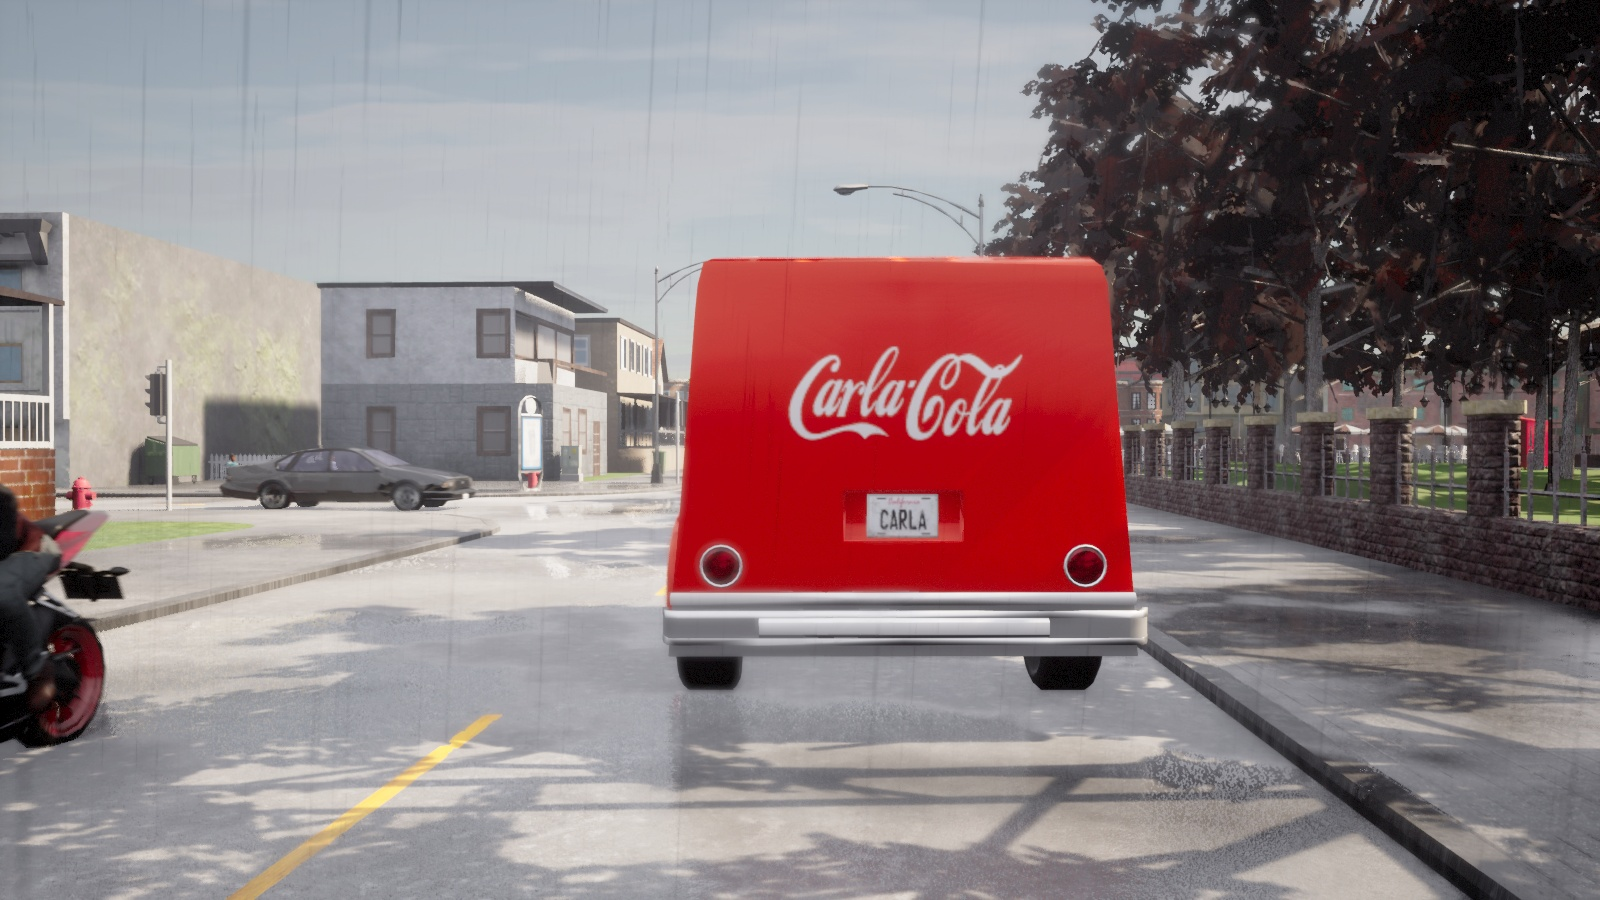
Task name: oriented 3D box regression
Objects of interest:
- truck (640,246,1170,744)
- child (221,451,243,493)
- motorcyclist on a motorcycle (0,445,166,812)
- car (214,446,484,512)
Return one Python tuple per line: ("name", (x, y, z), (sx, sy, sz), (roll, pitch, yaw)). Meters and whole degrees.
("truck", (0.519, 0.210, 8.828), (2.627, 2.467, 5.204), (0, 0, 0))
("child", (-16.222, 0.621, 35.876), (0.448, 1.192, 0.343), (0, 0, 21))
("motorcyclist on a motorcycle", (-3.769, 0.748, 5.412), (0.866, 1.530, 2.191), (0, 0, 3))
("car", (-10.067, 0.626, 28.292), (5.357, 1.411, 2.033), (0, 0, 3))
